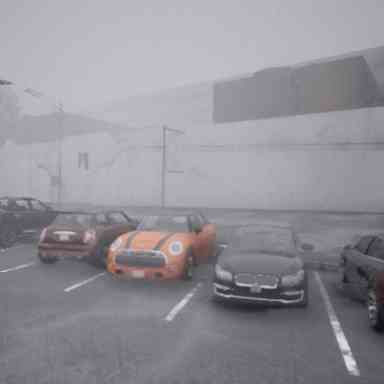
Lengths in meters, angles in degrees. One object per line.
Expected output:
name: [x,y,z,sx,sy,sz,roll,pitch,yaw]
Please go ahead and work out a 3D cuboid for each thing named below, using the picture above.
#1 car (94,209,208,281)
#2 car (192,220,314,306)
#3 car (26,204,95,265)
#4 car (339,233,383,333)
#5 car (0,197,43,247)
car: [-0.659,1.360,9.992,2.185,1.767,4.553,0,-1,15]
car: [1.777,1.487,8.224,2.231,1.521,4.892,1,-1,15]
car: [-3.127,1.361,11.674,2.185,1.767,4.553,0,-1,15]
car: [4.217,1.517,6.506,2.163,1.488,4.792,0,-1,15]
car: [-8.002,1.247,15.218,2.435,2.045,5.566,0,-1,15]
